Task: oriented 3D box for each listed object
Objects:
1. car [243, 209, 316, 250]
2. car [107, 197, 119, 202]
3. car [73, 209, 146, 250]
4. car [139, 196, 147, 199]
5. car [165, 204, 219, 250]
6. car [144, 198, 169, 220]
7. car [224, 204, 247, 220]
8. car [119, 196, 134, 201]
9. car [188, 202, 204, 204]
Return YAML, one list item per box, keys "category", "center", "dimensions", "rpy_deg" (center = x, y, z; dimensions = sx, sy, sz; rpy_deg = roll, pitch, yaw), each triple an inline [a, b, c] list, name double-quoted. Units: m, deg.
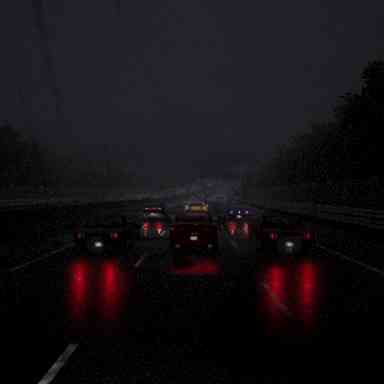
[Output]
- category: "car"
  center: [3.592, 1.638, 14.329]
  dimensions: [1.895, 1.301, 4.718]
  rpy_deg: [0, 0, 1]
- category: "car"
  center: [-18.414, 1.813, 78.263]
  dimensions: [2.033, 1.411, 5.357]
  rpy_deg: [0, 0, 4]
- category: "car"
  center: [-3.407, 1.637, 14.417]
  dimensions: [1.895, 1.301, 4.718]
  rpy_deg: [0, 0, 1]
- category: "car"
  center: [-11.430, 1.758, 77.786]
  dimensions: [1.882, 1.535, 5.008]
  rpy_deg: [0, 0, 4]
- category: "car"
  center: [0.092, 1.506, 14.344]
  dimensions: [1.882, 1.535, 5.008]
  rpy_deg: [0, 0, 1]
- category: "car"
  center: [-3.126, 1.583, 29.321]
  dimensions: [2.128, 1.511, 4.902]
  rpy_deg: [0, 0, 1]
- category: "car"
  center: [3.873, 1.707, 29.174]
  dimensions: [1.895, 1.301, 4.718]
  rpy_deg: [0, 0, 1]
- category: "car"
  center: [-14.922, 1.754, 78.025]
  dimensions: [1.882, 1.535, 5.008]
  rpy_deg: [0, 0, 4]
- category: "car"
  center: [0.373, 1.574, 29.233]
  dimensions: [1.882, 1.535, 5.008]
  rpy_deg: [0, 0, 1]
